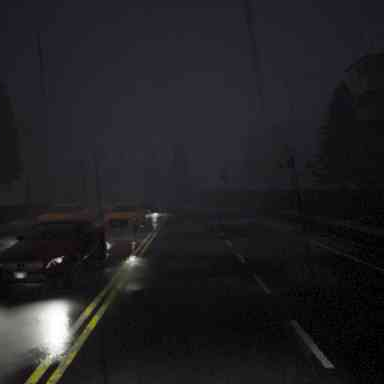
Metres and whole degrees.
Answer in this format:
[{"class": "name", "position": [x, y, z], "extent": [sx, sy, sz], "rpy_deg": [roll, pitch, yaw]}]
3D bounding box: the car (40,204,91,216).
[{"class": "car", "position": [-7.444, 1.466, 19.694], "extent": [1.882, 1.535, 5.008], "rpy_deg": [-1, 0, -1]}]

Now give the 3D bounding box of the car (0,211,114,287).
[{"class": "car", "position": [-3.740, 1.522, 9.512], "extent": [1.812, 1.442, 4.674], "rpy_deg": [-1, 0, -1]}]

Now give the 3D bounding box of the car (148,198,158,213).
[{"class": "car", "position": [-4.637, 1.390, 34.986], "extent": [2.033, 1.411, 5.357], "rpy_deg": [-1, 0, -9]}]

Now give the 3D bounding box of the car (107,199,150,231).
[{"class": "car", "position": [-3.952, 1.408, 20.064], "extent": [1.882, 1.535, 5.008], "rpy_deg": [-1, 0, -1]}]
